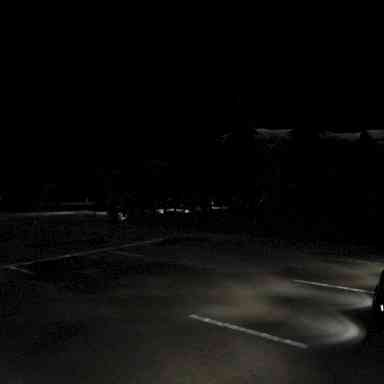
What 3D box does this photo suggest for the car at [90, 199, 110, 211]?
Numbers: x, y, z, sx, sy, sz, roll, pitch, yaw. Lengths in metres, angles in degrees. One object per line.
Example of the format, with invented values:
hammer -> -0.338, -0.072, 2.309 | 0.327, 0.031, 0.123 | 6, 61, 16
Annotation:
car -> -9.239, 1.494, 38.316 | 1.895, 1.301, 4.718 | 0, 0, 43

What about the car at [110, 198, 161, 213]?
car -> -6.080, 1.414, 36.510 | 1.837, 1.490, 4.892 | 0, 0, 43

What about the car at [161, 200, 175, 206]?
car -> -2.785, 1.425, 44.691 | 4.674, 1.442, 1.812 | 0, 0, -42

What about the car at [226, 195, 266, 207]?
car -> 7.948, 1.419, 48.737 | 4.902, 1.511, 2.128 | 0, 0, -35

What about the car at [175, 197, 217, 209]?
car -> 0.567, 1.421, 43.002 | 4.892, 1.490, 1.837 | 0, 0, -41

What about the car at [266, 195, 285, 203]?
car -> 12.727, 1.278, 55.858 | 4.553, 1.767, 2.097 | 0, 0, -28

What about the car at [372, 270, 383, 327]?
car -> 5.100, 1.352, 4.608 | 4.553, 1.767, 2.097 | 0, 0, 36

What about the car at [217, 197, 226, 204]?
car -> 4.615, 1.458, 50.789 | 5.357, 1.411, 2.033 | 0, 0, -37
